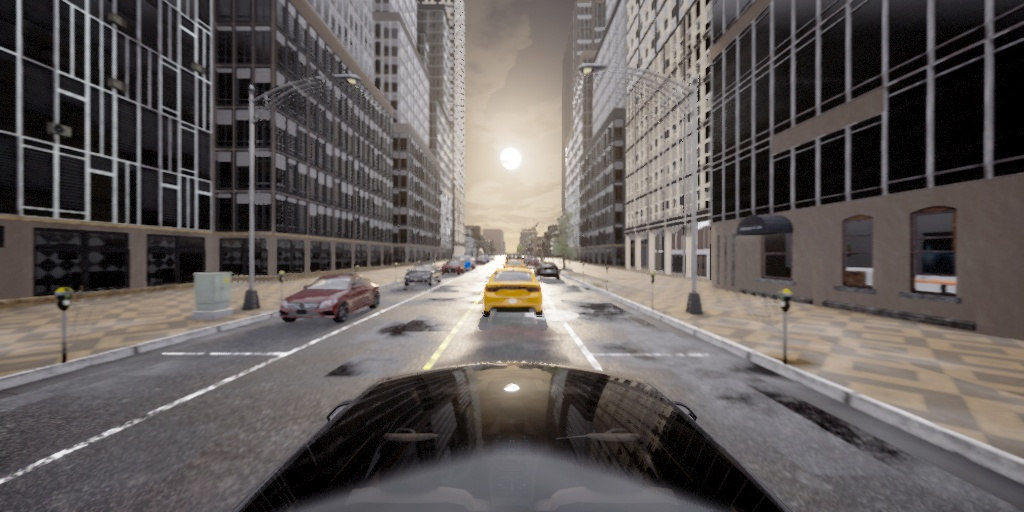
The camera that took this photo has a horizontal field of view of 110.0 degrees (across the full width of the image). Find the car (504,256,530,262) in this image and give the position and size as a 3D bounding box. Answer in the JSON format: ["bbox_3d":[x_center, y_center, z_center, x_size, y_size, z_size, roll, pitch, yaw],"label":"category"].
[{"bbox_3d":[0.174,1.031,28.981,1.882,1.535,5.008,0,0,0],"label":"car"}]

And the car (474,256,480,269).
[{"bbox_3d":[-5.569,1.001,45.906,1.802,1.307,4.207,0,0,0],"label":"car"}]

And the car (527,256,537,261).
[{"bbox_3d":[2.829,0.828,51.559,1.967,1.591,4.097,0,0,0],"label":"car"}]

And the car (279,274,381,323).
[{"bbox_3d":[-5.667,1.253,11.751,1.802,1.307,4.207,0,0,0],"label":"car"}]

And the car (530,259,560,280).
[{"bbox_3d":[2.763,1.124,28.792,1.948,1.339,4.313,0,0,0],"label":"car"}]

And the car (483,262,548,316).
[{"bbox_3d":[0.038,1.148,12.961,1.882,1.535,5.008,0,0,0],"label":"car"}]

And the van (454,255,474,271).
[{"bbox_3d":[-5.585,0.803,40.214,1.690,1.789,3.998,0,0,0],"label":"van"}]

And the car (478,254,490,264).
[{"bbox_3d":[-5.519,0.728,62.981,1.967,1.591,4.097,0,0,0],"label":"car"}]

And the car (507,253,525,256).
[{"bbox_3d":[0.224,0.650,45.764,2.150,2.045,5.566,0,0,0],"label":"car"}]

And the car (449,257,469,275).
[{"bbox_3d":[-5.602,1.050,34.521,1.888,1.381,4.507,0,0,0],"label":"car"}]

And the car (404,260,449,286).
[{"bbox_3d":[-5.635,1.139,23.137,2.007,1.370,4.403,0,0,0],"label":"car"}]
